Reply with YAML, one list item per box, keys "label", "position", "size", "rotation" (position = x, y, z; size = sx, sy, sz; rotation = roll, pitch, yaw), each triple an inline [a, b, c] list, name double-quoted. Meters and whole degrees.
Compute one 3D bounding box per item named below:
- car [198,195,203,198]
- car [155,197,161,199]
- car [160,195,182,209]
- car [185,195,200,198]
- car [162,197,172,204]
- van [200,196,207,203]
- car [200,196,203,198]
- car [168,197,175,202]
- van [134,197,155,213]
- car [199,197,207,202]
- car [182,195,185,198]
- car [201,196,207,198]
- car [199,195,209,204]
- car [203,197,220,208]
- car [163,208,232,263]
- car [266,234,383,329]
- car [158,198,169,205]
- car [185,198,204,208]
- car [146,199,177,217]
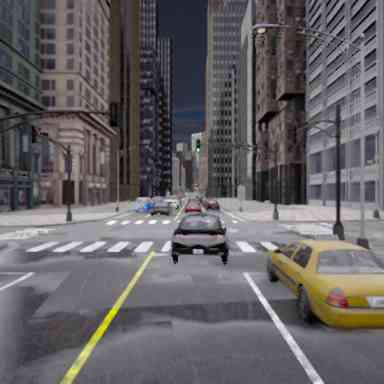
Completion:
- label: "car"
  position: [2.800, 1.951, 72.670]
  size: [1.887, 1.381, 4.507]
  rotation: [0, 0, 0]
- label: "car"
  position: [-5.760, 1.788, 45.066]
  size: [1.887, 1.381, 4.507]
  rotation: [0, 0, 0]
- label: "car"
  position: [-3.056, 1.488, 48.819]
  size: [2.150, 2.045, 5.566]
  rotation: [0, -1, 0]
- label: "car"
  position: [0.030, 1.942, 74.338]
  size: [2.128, 1.511, 4.902]
  rotation: [0, 0, 0]
- label: "car"
  position: [-5.741, 1.991, 78.214]
  size: [2.008, 1.369, 4.403]
  rotation: [0, 0, 0]
- label: "van"
  position: [2.801, 1.814, 83.722]
  size: [1.690, 1.788, 3.998]
  rotation: [0, 0, 0]
- label: "car"
  position: [2.798, 1.867, 61.790]
  size: [1.752, 1.417, 4.829]
  rotation: [0, 0, 0]
- label: "car"
  position: [-5.732, 2.064, 94.619]
  size: [1.752, 1.417, 4.829]
  rotation: [0, 0, 0]
- label: "van"
  position: [-5.764, 1.553, 39.542]
  size: [1.690, 1.788, 3.998]
  rotation: [0, 0, 0]
- label: "car"
  position: [2.803, 2.057, 89.246]
  size: [2.008, 1.369, 4.403]
  rotation: [0, 0, 0]
- label: "car"
  position: [-2.973, 1.875, 67.069]
  size: [1.837, 1.490, 4.892]
  rotation: [0, 0, 0]
- label: "car"
  position: [2.797, 1.853, 56.094]
  size: [1.887, 1.381, 4.507]
  rotation: [0, 0, 0]
- label: "car"
  position: [2.800, 1.755, 78.197]
  size: [2.192, 1.841, 5.009]
  rotation: [0, 0, 0]
- label: "car"
  position: [2.795, 1.788, 45.044]
  size: [1.887, 1.381, 4.507]
  rotation: [0, 0, 0]
- label: "car"
  position: [0.403, 1.555, 12.235]
  size: [2.128, 1.511, 4.902]
  rotation: [0, 0, 5]
- label: "car"
  position: [2.769, 1.563, 7.121]
  size: [1.752, 1.417, 4.829]
  rotation: [0, 0, 0]
- label: "car"
  position: [-5.748, 1.956, 67.165]
  size: [1.802, 1.307, 4.206]
  rotation: [0, 0, 0]
- label: "car"
  position: [0.117, 1.781, 40.477]
  size: [1.994, 1.385, 4.181]
  rotation: [0, 0, 0]
- label: "car"
  position: [-3.047, 1.729, 34.325]
  size: [2.033, 1.411, 5.357]
  rotation: [0, 0, 3]
